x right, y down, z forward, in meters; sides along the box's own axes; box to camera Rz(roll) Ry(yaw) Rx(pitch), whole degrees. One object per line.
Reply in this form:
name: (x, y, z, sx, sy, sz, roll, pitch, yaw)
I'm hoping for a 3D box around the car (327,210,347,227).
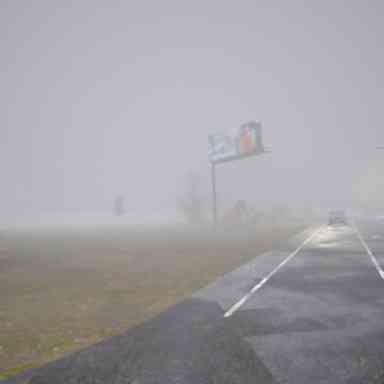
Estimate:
car: (18.609, 3.307, 42.635, 2.150, 2.045, 5.566, -4, -4, 24)
